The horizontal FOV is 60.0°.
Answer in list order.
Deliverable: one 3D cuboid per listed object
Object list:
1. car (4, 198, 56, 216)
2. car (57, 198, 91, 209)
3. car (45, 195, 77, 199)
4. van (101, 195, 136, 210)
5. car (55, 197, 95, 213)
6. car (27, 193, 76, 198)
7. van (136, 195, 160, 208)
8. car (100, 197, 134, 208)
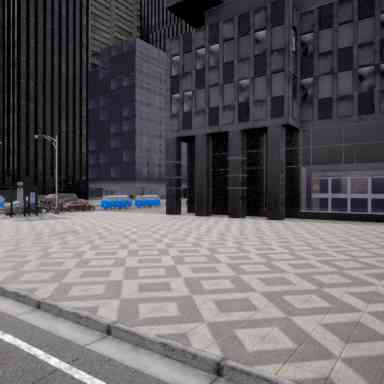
[{"bbox_3d":[-15.900,1.549,31.878,2.008,1.369,4.403,0,0,35],"label":"car"},{"bbox_3d":[-16.253,1.549,46.072,1.802,1.307,4.206,0,0,35],"label":"car"},{"bbox_3d":[-14.095,1.477,39.010,2.128,1.511,4.902,0,0,36],"label":"car"},{"bbox_3d":[-9.309,1.332,41.125,1.690,1.788,3.998,0,0,35],"label":"van"},{"bbox_3d":[-12.605,1.576,36.501,1.802,1.307,4.206,0,0,35],"label":"car"},{"bbox_3d":[-16.646,1.198,40.925,2.150,2.045,5.566,0,0,36],"label":"car"},{"bbox_3d":[-6.014,1.330,45.748,1.690,1.788,3.998,0,0,35],"label":"van"},{"bbox_3d":[-10.952,1.477,48.902,1.837,1.490,4.892,0,0,36],"label":"car"}]
